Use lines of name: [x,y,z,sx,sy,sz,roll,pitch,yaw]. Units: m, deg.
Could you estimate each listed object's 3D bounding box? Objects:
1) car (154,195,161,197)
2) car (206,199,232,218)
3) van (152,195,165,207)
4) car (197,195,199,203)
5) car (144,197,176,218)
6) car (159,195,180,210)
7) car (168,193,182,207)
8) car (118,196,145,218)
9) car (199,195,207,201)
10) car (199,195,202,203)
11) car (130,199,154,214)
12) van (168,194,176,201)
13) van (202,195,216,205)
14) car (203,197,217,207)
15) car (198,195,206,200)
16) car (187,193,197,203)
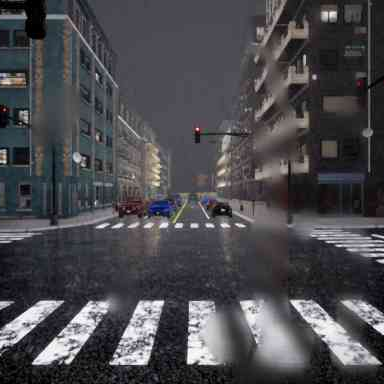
car: [-5.242,1.532,46.845,1.887,1.381,4.507,0,0,0]
car: [2.612,1.562,30.177,1.947,1.339,4.313,0,0,0]
van: [-5.234,1.326,52.396,1.690,1.788,3.998,0,0,0]
car: [2.672,1.525,69.041,2.008,1.369,4.403,0,0,0]
car: [-2.806,1.473,30.127,1.882,1.535,5.008,0,0,0]
car: [-2.785,1.496,40.497,1.837,1.490,4.892,0,0,0]
car: [-2.760,1.207,51.083,2.150,2.045,5.566,0,0,1]
car: [-5.268,1.311,30.188,2.192,1.841,5.009,0,0,0]
car: [2.697,1.504,85.697,1.887,1.381,4.507,0,0,0]
car: [2.655,1.421,57.937,1.967,1.590,4.097,0,0,0]
car: [-5.260,1.538,35.740,1.887,1.381,4.507,0,0,0]
van: [-5.183,1.300,85.708,1.690,1.788,3.998,0,0,0]
van: [2.638,1.329,46.833,1.690,1.788,3.998,0,0,0]
car: [2.629,1.573,41.281,1.802,1.307,4.206,0,0,0]
car: [2.705,1.498,91.249,1.887,1.381,4.507,0,0,0]
car: [0.204,1.195,69.961,2.150,2.045,5.566,0,0,0]
